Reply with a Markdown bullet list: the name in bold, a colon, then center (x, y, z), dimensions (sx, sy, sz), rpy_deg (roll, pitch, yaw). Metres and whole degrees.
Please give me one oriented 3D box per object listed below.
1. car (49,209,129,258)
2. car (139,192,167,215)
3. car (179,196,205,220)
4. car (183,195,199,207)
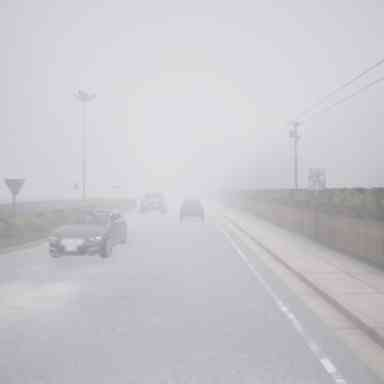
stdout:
- **car**: center (-3.617, 1.411, 12.410), dimensions (2.128, 1.511, 4.902), rpy_deg (0, 0, 0)
- **car**: center (-3.575, 1.020, 31.661), dimensions (2.150, 2.045, 5.566), rpy_deg (0, 0, 0)
- **car**: center (0.002, 1.323, 25.950), dimensions (2.128, 1.511, 4.902), rpy_deg (0, 0, 0)
- **car**: center (-0.052, 1.189, 46.715), dimensions (2.128, 1.511, 4.902), rpy_deg (0, 1, 0)
